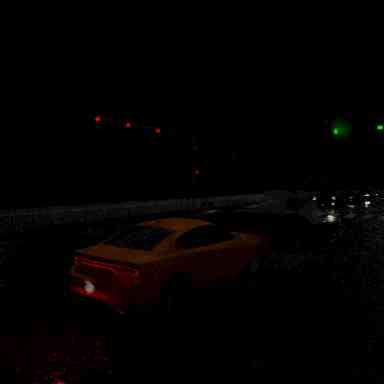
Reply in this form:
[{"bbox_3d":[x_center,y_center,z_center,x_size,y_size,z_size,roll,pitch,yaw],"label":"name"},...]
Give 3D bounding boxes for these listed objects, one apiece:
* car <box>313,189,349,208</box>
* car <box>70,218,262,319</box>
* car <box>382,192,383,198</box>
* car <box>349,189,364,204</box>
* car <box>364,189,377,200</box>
[{"bbox_3d":[13.210,0.561,32.022,2.097,1.767,4.553,1,2,36],"label":"car"},{"bbox_3d":[-0.165,1.314,7.274,1.882,1.535,5.008,1,2,36],"label":"car"},{"bbox_3d":[32.077,0.235,52.964,4.181,1.385,1.994,-1,2,-35],"label":"car"},{"bbox_3d":[18.487,0.506,39.227,1.882,1.535,5.008,1,2,37],"label":"car"},{"bbox_3d":[24.435,0.346,46.632,1.837,1.490,4.892,1,2,43],"label":"car"}]
